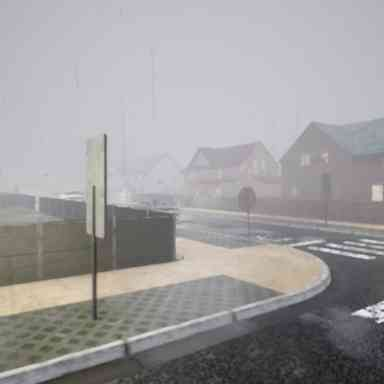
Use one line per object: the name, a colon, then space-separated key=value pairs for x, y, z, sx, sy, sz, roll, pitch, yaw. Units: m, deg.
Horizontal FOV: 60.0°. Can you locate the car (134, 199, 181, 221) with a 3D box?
car: x=-2.626 y=1.273 z=24.490 sx=2.128 sy=1.511 sz=4.902 roll=0 pitch=1 yaw=-34

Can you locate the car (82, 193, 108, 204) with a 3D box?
car: x=-12.875 y=1.102 z=44.670 sx=1.994 sy=1.385 sz=4.181 roll=0 pitch=1 yaw=-34

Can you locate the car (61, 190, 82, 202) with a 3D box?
car: x=-15.698 y=0.759 z=43.771 sx=2.150 sy=2.045 sz=5.566 roll=0 pitch=0 yaw=-34

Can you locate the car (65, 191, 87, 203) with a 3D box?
car: x=-18.494 y=0.784 z=52.819 sx=2.097 sy=1.767 sz=4.553 roll=0 pitch=1 yaw=-34
